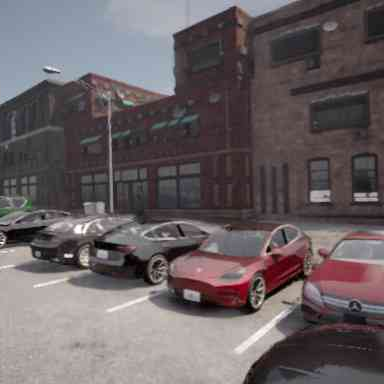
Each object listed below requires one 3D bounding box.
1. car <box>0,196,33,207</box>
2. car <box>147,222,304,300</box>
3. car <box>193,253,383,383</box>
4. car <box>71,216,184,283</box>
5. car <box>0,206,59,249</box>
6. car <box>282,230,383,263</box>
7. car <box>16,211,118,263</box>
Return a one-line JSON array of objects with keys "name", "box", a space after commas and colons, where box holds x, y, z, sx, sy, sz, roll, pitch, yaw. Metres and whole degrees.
[{"name": "car", "box": [-11.542, 1.277, 18.356, 2.435, 2.045, 5.566, -1, -1, 41]}, {"name": "car", "box": [1.426, 1.528, 8.130, 2.163, 1.488, 4.792, 0, 0, 37]}, {"name": "car", "box": [2.562, 1.490, 1.601, 4.902, 1.511, 2.128, 0, 0, 35]}, {"name": "car", "box": [-0.726, 1.533, 9.808, 2.163, 1.488, 4.792, 0, 0, 37]}, {"name": "car", "box": [-7.325, 1.539, 14.876, 2.163, 1.488, 4.792, 0, 0, 39]}, {"name": "car", "box": [3.651, 1.531, 6.544, 2.002, 1.452, 4.674, 0, 0, 36]}, {"name": "car", "box": [-2.920, 1.508, 11.437, 2.231, 1.521, 4.892, 0, 0, 38]}]
